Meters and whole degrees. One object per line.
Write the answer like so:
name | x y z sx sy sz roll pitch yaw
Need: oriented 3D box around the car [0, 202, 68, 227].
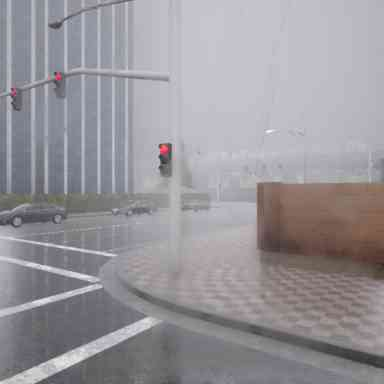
car | -11.024 1.505 22.952 1.837 1.490 4.892 0 0 35

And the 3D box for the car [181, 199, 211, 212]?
car | 0.465 1.564 39.084 1.994 1.385 4.181 0 0 35

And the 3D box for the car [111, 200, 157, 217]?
car | -5.313 1.492 30.980 2.128 1.511 4.902 0 0 35
